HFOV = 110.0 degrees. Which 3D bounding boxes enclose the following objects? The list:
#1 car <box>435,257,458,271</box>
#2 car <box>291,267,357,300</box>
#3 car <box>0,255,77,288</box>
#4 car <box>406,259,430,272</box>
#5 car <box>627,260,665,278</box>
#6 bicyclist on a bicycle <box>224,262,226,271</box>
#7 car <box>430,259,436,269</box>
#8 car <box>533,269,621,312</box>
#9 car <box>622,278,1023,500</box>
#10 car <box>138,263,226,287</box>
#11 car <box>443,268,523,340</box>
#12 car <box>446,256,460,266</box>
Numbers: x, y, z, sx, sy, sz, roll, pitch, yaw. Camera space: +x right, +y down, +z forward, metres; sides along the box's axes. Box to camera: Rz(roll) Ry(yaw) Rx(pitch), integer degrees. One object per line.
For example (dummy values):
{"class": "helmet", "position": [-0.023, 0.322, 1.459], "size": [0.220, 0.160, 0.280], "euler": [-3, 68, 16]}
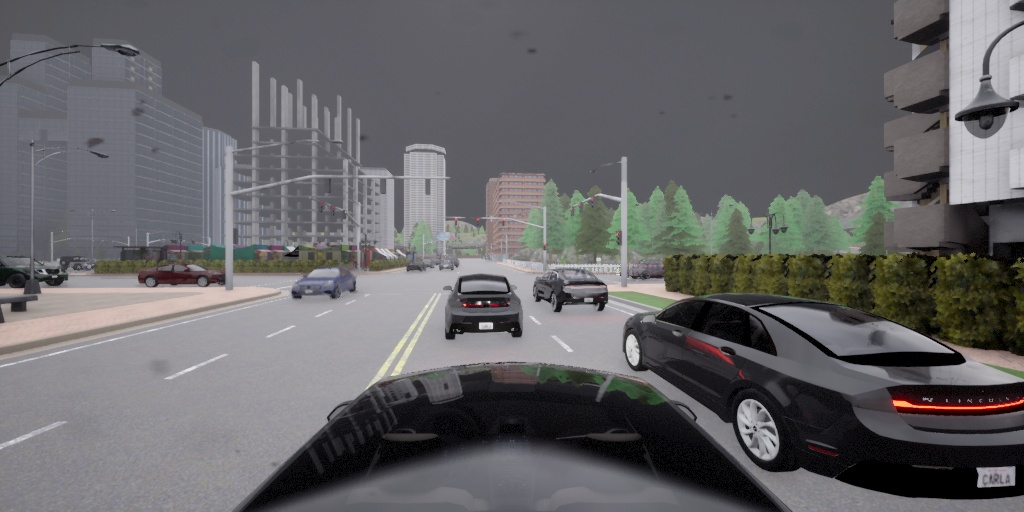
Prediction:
{"class": "car", "position": [-9.090, 1.241, 50.069], "size": [2.128, 1.511, 4.902], "euler": [0, 0, -7]}
{"class": "car", "position": [-9.115, 1.276, 17.839], "size": [1.812, 1.442, 4.674], "euler": [0, 0, -8]}
{"class": "car", "position": [-31.990, 0.971, 22.698], "size": [5.566, 2.045, 2.150], "euler": [0, 0, -5]}
{"class": "car", "position": [-12.223, 1.351, 46.082], "size": [1.895, 1.301, 4.718], "euler": [0, 0, -4]}
{"class": "car", "position": [11.879, 1.297, 29.973], "size": [5.357, 1.411, 2.033], "euler": [0, 0, -7]}
{"class": "bicyclist on a bicycle", "position": [-29.539, 1.011, 37.401], "size": [0.582, 1.620, 1.656], "euler": [0, 5, -5]}
{"class": "car", "position": [-13.277, 1.255, 55.963], "size": [1.837, 1.490, 4.892], "euler": [0, 0, -6]}
{"class": "car", "position": [2.132, 1.242, 14.218], "size": [2.128, 1.511, 4.902], "euler": [0, 0, -9]}
{"class": "car", "position": [3.110, 1.255, 4.857], "size": [1.837, 1.490, 4.892], "euler": [0, 0, -4]}
{"class": "car", "position": [-21.414, 1.228, 23.633], "size": [5.008, 1.535, 1.882], "euler": [0, 0, -5]}
{"class": "car", "position": [-0.863, 1.255, 10.100], "size": [1.837, 1.490, 4.892], "euler": [0, 0, -7]}
{"class": "car", "position": [-10.234, 0.972, 60.261], "size": [2.150, 2.045, 5.566], "euler": [0, 0, -6]}
